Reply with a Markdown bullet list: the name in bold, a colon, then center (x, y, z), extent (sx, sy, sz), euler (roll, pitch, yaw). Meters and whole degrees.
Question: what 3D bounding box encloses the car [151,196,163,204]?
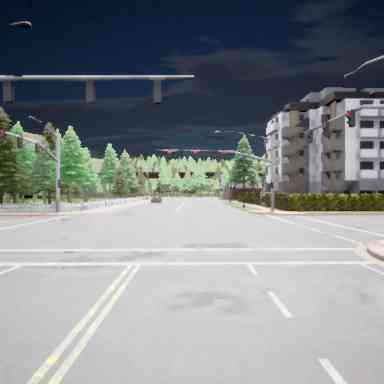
- **car**: center (-7.000, 1.566, 65.944), extent (1.812, 1.442, 4.674), euler (0, 0, 0)
